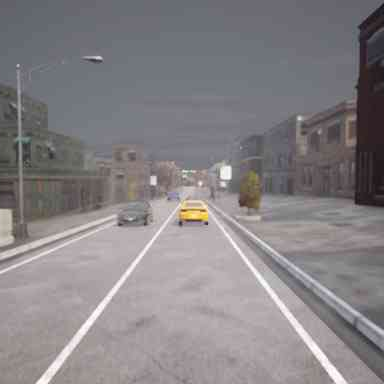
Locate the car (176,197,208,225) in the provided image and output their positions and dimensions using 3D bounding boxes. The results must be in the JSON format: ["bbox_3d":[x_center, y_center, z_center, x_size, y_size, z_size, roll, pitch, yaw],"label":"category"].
[{"bbox_3d":[0.094,1.319,22.853,1.882,1.535,5.008,0,0,0],"label":"car"}]

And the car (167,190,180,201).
[{"bbox_3d":[-3.476,0.721,64.257,2.150,2.045,5.566,0,1,0],"label":"car"}]

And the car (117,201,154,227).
[{"bbox_3d":[-3.599,1.356,21.817,1.837,1.490,4.892,0,1,0],"label":"car"}]
